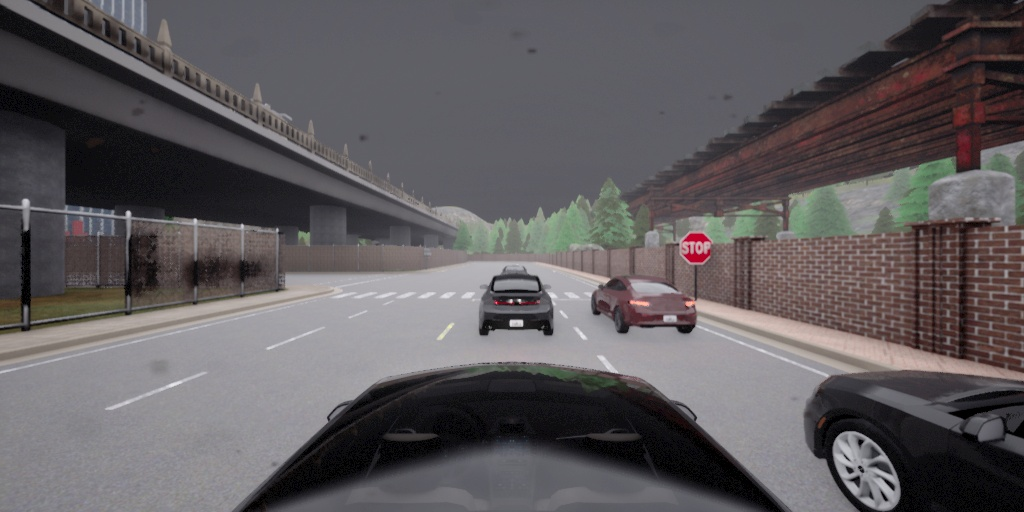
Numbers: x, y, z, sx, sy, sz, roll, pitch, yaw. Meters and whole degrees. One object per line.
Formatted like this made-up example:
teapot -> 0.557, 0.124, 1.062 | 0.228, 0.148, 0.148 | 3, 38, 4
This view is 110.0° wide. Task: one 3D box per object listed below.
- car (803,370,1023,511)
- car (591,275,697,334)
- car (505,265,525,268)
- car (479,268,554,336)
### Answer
car -> 3.600, 1.255, 1.286 | 1.837, 1.490, 4.892 | 0, 0, 0
car -> 3.626, 1.268, 10.504 | 1.812, 1.442, 4.674 | 0, 0, 0
car -> 0.210, 1.330, 26.418 | 1.895, 1.301, 4.718 | 0, 0, 1
car -> 0.105, 1.247, 10.378 | 1.837, 1.490, 4.892 | 0, 0, 0
